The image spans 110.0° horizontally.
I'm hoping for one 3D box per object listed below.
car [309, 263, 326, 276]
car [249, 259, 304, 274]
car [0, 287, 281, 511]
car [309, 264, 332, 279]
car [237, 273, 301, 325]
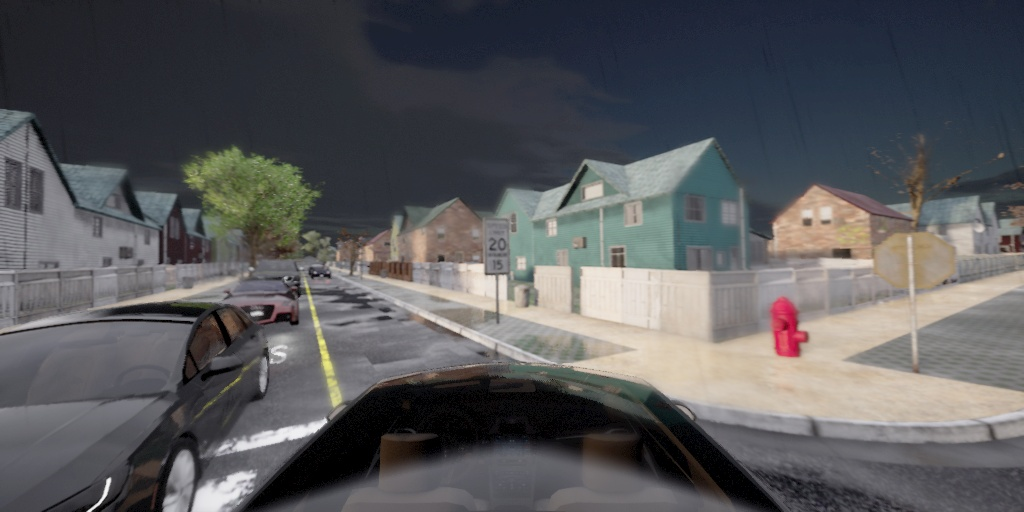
[{"bbox_3d":[-26.171,1.792,48.094,1.882,1.535,5.008,0,-1,-30],"label":"car"},{"bbox_3d":[-12.747,1.199,19.573,2.150,2.045,5.566,0,-1,-30],"label":"car"},{"bbox_3d":[-3.781,1.292,3.496,1.837,1.490,4.892,0,0,-25],"label":"car"},{"bbox_3d":[-21.013,1.804,39.374,1.895,1.301,4.718,0,-1,-31],"label":"car"},{"bbox_3d":[-8.058,1.445,11.616,1.994,1.385,4.181,0,-1,-31],"label":"car"}]
